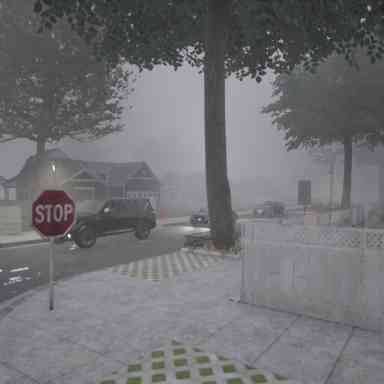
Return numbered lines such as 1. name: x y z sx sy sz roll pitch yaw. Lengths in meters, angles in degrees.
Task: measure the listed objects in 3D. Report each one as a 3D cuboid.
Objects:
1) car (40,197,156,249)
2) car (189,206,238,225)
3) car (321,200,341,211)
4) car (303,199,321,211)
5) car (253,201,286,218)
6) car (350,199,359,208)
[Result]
1. car: -4.031 1.254 15.408 2.150 2.045 5.566 1 0 35
2. car: 1.600 1.634 23.497 1.994 1.385 4.181 1 0 34
3. car: 18.370 1.757 42.382 1.994 1.385 4.181 1 0 36
4. car: 16.414 1.660 44.548 2.128 1.511 4.902 1 0 35
5. car: 7.506 1.599 31.935 2.128 1.511 4.902 1 0 35
6. car: 24.062 1.792 50.517 1.994 1.385 4.181 1 0 34
